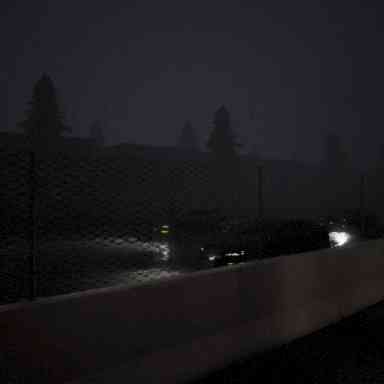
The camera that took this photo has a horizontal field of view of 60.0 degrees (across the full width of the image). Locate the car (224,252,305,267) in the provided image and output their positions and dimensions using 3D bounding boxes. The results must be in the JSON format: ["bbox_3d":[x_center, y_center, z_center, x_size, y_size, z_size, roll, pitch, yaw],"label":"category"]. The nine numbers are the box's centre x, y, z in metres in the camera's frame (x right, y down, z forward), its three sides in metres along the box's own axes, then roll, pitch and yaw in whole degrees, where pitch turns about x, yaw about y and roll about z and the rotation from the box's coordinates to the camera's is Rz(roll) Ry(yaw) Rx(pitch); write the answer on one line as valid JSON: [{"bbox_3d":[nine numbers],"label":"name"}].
[{"bbox_3d":[2.422,1.532,10.385,4.892,1.490,1.837,0,0,-38],"label":"car"}]
